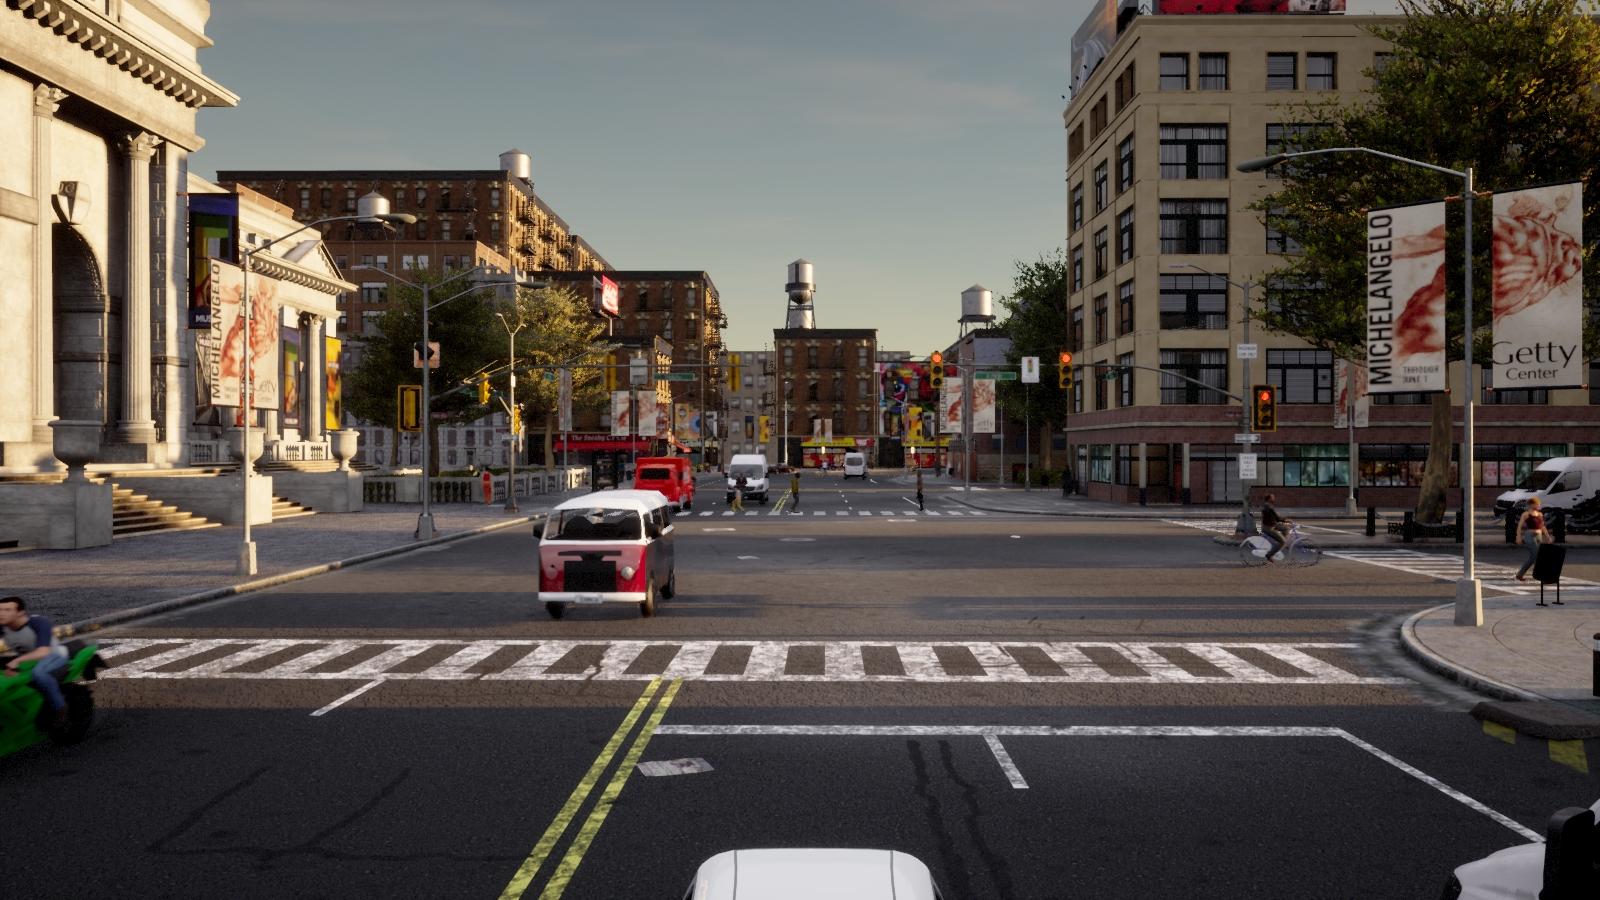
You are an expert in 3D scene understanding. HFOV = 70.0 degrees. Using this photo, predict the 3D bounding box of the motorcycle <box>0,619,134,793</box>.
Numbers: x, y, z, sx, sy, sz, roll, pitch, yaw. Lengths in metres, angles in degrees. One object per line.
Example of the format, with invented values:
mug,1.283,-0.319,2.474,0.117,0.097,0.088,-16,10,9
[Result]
motorcycle,-6.886,2.213,10.096,0.803,1.145,2.033,0,0,1

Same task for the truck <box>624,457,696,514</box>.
truck,-6.356,1.564,52.476,2.627,2.467,5.204,0,0,1

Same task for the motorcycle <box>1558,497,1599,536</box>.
motorcycle,26.649,2.205,38.041,2.209,1.251,0.867,0,0,1

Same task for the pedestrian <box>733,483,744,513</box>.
pedestrian,-2.723,2.128,50.717,0.375,1.300,0.375,0,0,-25

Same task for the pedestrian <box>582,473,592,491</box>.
pedestrian,-13.838,2.076,74.324,0.500,1.100,0.500,0,0,5

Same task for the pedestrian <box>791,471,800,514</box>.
pedestrian,-0.193,1.849,49.711,0.375,1.860,0.375,0,0,7

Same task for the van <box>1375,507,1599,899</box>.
van,3.538,1.534,2.141,1.988,2.561,5.915,0,0,1

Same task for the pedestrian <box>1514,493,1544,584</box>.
pedestrian,15.248,1.848,23.911,0.375,1.860,0.375,0,0,-10

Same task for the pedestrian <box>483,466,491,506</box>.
pedestrian,-14.702,1.697,53.694,0.375,1.860,0.375,0,0,-13

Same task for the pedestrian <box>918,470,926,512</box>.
pedestrian,5.511,1.848,51.613,0.375,1.860,0.375,0,0,3

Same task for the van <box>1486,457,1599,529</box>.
van,28.485,1.534,41.518,5.915,2.561,1.988,0,0,1

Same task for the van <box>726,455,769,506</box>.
van,-2.738,1.534,60.766,1.988,2.561,5.915,0,0,1

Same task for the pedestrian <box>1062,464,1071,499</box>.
pedestrian,14.484,1.696,62.033,0.375,1.860,0.375,0,0,-2

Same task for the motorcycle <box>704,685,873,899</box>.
motorcycle,-0.047,2.182,6.691,0.856,1.236,1.805,0,0,1

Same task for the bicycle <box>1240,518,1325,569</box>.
bicycle,11.439,2.210,27.122,1.835,1.171,0.329,0,0,7

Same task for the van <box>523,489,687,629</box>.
van,-3.277,1.782,20.114,2.069,2.038,4.480,0,0,1

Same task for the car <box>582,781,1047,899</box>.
car,0.047,2.120,3.817,1.481,1.376,2.207,0,0,0

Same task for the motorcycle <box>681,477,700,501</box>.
motorcycle,-6.194,2.205,64.708,0.867,1.251,2.209,0,0,1
